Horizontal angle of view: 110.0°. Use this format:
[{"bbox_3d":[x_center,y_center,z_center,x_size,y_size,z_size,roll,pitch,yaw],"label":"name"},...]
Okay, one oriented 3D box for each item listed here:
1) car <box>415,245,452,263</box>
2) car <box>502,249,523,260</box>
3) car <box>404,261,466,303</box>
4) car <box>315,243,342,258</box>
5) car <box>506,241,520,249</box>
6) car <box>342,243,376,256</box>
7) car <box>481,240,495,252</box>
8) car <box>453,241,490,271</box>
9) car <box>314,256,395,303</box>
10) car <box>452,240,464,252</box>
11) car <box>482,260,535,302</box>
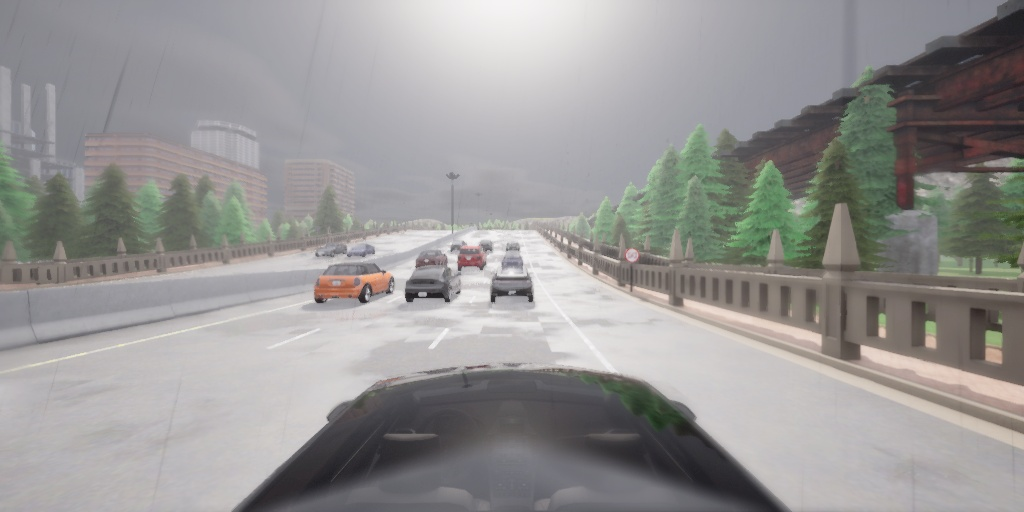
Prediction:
[{"bbox_3d":[-6.949,0.210,31.390,2.097,1.767,4.553,0,5,0],"label":"car"},{"bbox_3d":[0.052,0.444,31.431,1.895,1.301,4.718,0,5,0],"label":"car"},{"bbox_3d":[-3.501,1.195,16.483,1.837,1.490,4.892,0,1,0],"label":"car"},{"bbox_3d":[-20.895,-0.708,41.577,2.128,1.511,4.902,0,7,0],"label":"car"},{"bbox_3d":[0.134,-1.290,46.611,1.895,1.301,4.718,0,7,0],"label":"car"},{"bbox_3d":[-17.395,-0.674,41.562,1.812,1.442,4.674,0,7,0],"label":"car"},{"bbox_3d":[-3.367,-1.380,46.590,1.837,1.490,4.892,0,7,0],"label":"car"},{"bbox_3d":[-3.448,0.089,31.426,2.150,2.045,5.566,0,5,0],"label":"car"},{"bbox_3d":[-7.002,1.051,16.450,2.097,1.767,4.553,0,1,0],"label":"car"},{"bbox_3d":[-6.867,-1.359,46.609,1.812,1.442,4.674,0,7,0],"label":"car"},{"bbox_3d":[-0.002,1.170,16.484,2.128,1.511,4.902,0,1,0],"label":"car"}]
